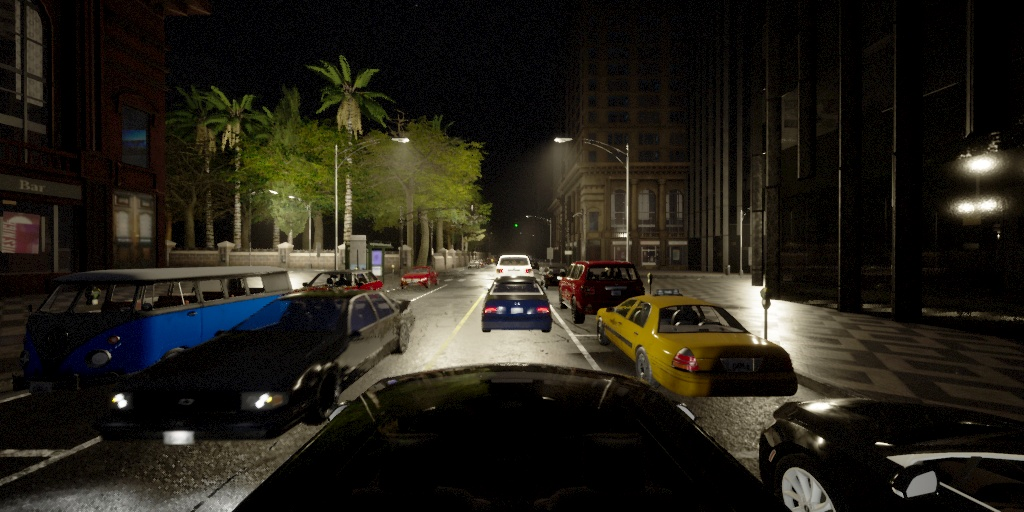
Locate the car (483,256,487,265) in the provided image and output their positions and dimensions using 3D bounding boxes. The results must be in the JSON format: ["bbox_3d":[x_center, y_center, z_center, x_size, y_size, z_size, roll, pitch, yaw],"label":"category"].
[{"bbox_3d":[-5.721,1.155,60.038,1.967,1.591,4.097,0,0,0],"label":"car"}]

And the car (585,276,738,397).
[{"bbox_3d":[2.766,1.274,6.629,1.751,1.417,4.829,0,0,0],"label":"car"}]

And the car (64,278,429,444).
[{"bbox_3d":[-3.095,1.296,5.993,2.033,1.411,5.357,0,0,0],"label":"car"}]

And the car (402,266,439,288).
[{"bbox_3d":[-5.748,1.325,22.759,1.802,1.307,4.207,0,0,0],"label":"car"}]

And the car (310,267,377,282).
[{"bbox_3d":[-5.756,1.187,11.906,1.967,1.591,4.097,0,0,0],"label":"car"}]

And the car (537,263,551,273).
[{"bbox_3d":[2.778,1.309,22.735,1.948,1.339,4.313,0,0,0],"label":"car"}]

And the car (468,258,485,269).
[{"bbox_3d":[-5.725,1.270,54.618,2.007,1.370,4.403,0,0,0],"label":"car"}]

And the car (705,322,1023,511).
[{"bbox_3d":[2.762,1.300,1.033,2.007,1.370,4.403,0,0,0],"label":"car"}]

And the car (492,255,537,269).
[{"bbox_3d":[0.115,0.967,22.117,2.150,2.045,5.566,0,0,0],"label":"car"}]

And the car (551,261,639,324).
[{"bbox_3d":[2.770,1.062,11.884,2.192,1.841,5.009,0,0,0],"label":"car"}]

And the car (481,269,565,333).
[{"bbox_3d":[0.109,1.295,10.743,2.033,1.411,5.357,0,0,0],"label":"car"}]

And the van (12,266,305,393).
[{"bbox_3d":[-5.759,1.090,6.480,1.690,1.789,3.998,0,0,0],"label":"van"}]
